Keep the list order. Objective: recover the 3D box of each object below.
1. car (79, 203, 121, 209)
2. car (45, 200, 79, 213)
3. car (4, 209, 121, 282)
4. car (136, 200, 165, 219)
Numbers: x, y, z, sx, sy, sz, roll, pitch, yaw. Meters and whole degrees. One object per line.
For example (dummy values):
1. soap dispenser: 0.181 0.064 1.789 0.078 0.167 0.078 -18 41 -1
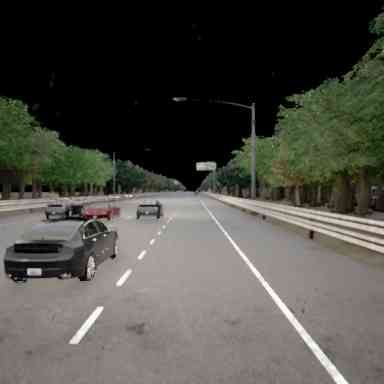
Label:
1. car: -6.863 1.486 25.926 1.895 1.301 4.718 0 0 0
2. car: -10.359 1.371 27.384 2.128 1.511 4.902 0 0 0
3. car: -3.395 1.460 9.582 1.837 1.490 4.892 0 0 0
4. car: -3.359 1.372 27.378 2.128 1.511 4.902 0 0 0
